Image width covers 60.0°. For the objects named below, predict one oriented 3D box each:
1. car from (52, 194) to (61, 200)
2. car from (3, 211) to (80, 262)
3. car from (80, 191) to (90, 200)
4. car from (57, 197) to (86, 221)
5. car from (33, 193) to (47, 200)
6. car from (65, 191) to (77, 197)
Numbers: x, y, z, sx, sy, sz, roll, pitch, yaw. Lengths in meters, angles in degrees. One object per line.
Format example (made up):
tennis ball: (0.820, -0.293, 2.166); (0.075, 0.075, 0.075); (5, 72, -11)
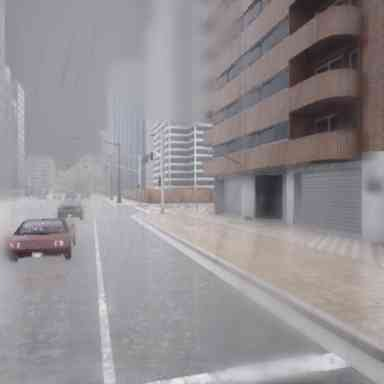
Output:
car: (-34.436, 1.273, 84.703); (1.812, 1.442, 4.674); (0, 0, -17)
car: (-5.252, 1.587, 12.068); (1.895, 1.301, 4.718); (0, 0, -17)
car: (-26.475, 0.874, 82.543); (2.150, 2.045, 5.566); (0, 0, -17)
car: (-9.568, 1.445, 26.402); (1.837, 1.490, 4.892); (0, 0, -17)
car: (-37.787, 1.275, 83.694); (2.128, 1.511, 4.902); (0, 0, -17)
car: (-29.826, 0.876, 81.534); (2.150, 2.045, 5.566); (0, 0, -17)
